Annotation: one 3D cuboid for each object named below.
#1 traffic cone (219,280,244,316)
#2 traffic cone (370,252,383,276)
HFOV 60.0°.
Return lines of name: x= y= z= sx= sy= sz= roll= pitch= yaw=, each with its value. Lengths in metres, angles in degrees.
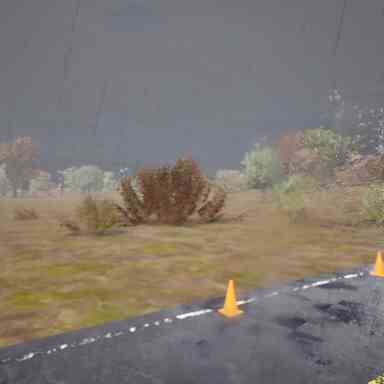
traffic cone: x=0.728 y=1.928 z=6.157 sx=0.340 sy=0.580 sz=0.340 roll=0 pitch=0 yaw=-34
traffic cone: x=5.016 y=1.911 z=8.902 sx=0.340 sy=0.580 sz=0.340 roll=0 pitch=0 yaw=-32
